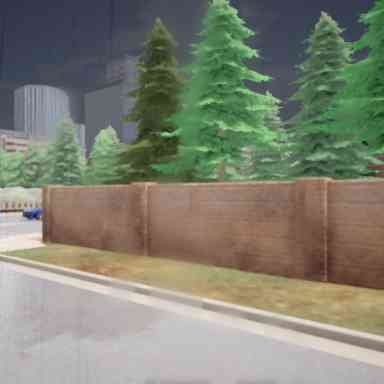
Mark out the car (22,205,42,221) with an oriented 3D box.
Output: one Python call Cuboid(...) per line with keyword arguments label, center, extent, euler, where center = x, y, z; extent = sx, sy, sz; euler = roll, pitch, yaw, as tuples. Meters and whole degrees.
Cuboid(label="car", center=(-12.207, 1.599, 29.153), extent=(1.882, 1.535, 5.008), euler=(0, 0, 35))
